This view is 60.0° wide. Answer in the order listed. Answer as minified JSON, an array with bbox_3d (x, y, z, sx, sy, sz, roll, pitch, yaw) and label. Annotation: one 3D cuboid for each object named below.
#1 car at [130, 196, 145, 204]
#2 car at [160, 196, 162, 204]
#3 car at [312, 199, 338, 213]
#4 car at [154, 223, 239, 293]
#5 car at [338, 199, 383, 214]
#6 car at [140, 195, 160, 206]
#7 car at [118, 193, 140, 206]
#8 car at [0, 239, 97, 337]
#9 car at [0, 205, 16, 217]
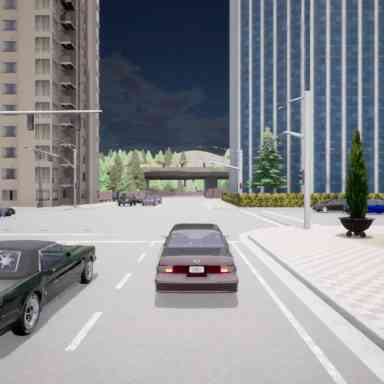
[{"bbox_3d":[-10.387,1.547,64.121,2.033,1.411,5.357,0,0,1],"label":"car"},{"bbox_3d":[-6.892,1.352,63.736,2.097,1.767,4.553,0,0,1],"label":"car"},{"bbox_3d":[15.682,1.505,36.517,4.892,1.490,1.837,0,0,0],"label":"car"},{"bbox_3d":[0.097,1.547,8.962,2.033,1.411,5.357,0,0,0],"label":"car"},{"bbox_3d":[17.632,1.477,33.032,5.008,1.535,1.882,0,0,0],"label":"car"},{"bbox_3d":[-6.953,1.352,54.847,2.097,1.767,4.553,0,0,0],"label":"car"},{"bbox_3d":[-10.460,1.221,53.882,2.150,2.045,5.566,0,0,0],"label":"car"},{"bbox_3d":[-3.422,1.601,6.626,1.895,1.301,4.718,0,0,1],"label":"car"},{"bbox_3d":[-17.769,1.563,29.064,4.181,1.385,1.994,0,0,0],"label":"car"}]
